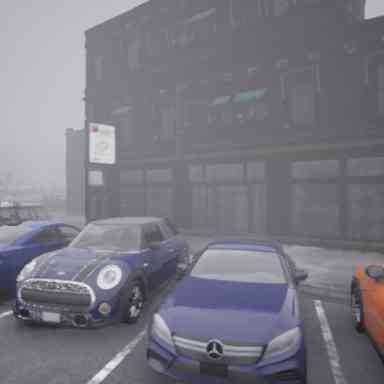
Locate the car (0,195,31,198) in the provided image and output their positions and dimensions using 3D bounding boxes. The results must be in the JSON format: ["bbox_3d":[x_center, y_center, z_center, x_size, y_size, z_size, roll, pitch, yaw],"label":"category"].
[{"bbox_3d":[-21.779,1.426,37.640,5.566,2.045,2.435,0,0,14],"label":"car"}]

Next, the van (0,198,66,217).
[{"bbox_3d":[-6.461,1.313,10.919,1.878,1.987,4.442,0,-1,15],"label":"van"}]

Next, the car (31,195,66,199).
[{"bbox_3d":[-18.524,1.429,42.542,5.566,2.045,2.435,0,1,14],"label":"car"}]

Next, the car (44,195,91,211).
[{"bbox_3d":[-16.867,1.431,44.994,5.566,2.045,2.435,1,1,14],"label":"car"}]

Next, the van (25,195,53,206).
[{"bbox_3d":[-27.487,1.545,59.710,4.442,1.987,1.878,-1,0,14],"label":"van"}]

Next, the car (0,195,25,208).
[{"bbox_3d":[-30.728,1.514,54.682,5.566,2.045,2.435,-1,-1,14],"label":"car"}]

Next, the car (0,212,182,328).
[{"bbox_3d":[-1.584,1.384,7.340,2.185,1.767,4.553,0,-1,15],"label":"car"}]

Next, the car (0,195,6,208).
[{"bbox_3d":[-32.474,1.513,52.168,5.566,2.045,2.435,-1,0,14],"label":"car"}]

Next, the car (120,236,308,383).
[{"bbox_3d":[0.844,1.536,5.562,2.002,1.452,4.674,0,-1,16],"label":"car"}]

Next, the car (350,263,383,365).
[{"bbox_3d":[3.271,1.357,3.785,2.185,1.767,4.553,0,-1,16],"label":"car"}]

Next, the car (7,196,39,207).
[{"bbox_3d":[-29.093,1.643,57.195,4.553,1.767,2.185,-1,-1,14],"label":"car"}]
